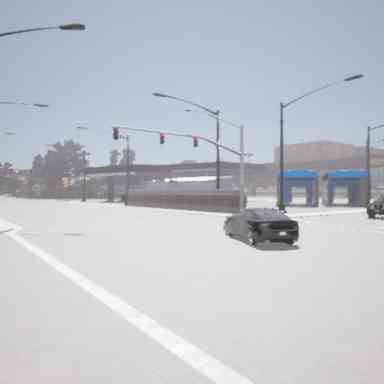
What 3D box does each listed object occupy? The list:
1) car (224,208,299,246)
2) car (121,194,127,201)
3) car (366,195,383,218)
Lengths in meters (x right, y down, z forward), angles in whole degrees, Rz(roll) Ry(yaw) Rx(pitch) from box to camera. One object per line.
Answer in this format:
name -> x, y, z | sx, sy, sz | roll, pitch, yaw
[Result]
car -> 3.001, 1.466, 15.326 | 1.882, 1.535, 5.008 | 1, 0, -12
car -> -13.604, 1.198, 74.497 | 4.611, 1.667, 2.242 | 0, 0, -35
car -> 17.157, 1.180, 28.370 | 5.566, 2.045, 2.150 | 0, 0, -36
